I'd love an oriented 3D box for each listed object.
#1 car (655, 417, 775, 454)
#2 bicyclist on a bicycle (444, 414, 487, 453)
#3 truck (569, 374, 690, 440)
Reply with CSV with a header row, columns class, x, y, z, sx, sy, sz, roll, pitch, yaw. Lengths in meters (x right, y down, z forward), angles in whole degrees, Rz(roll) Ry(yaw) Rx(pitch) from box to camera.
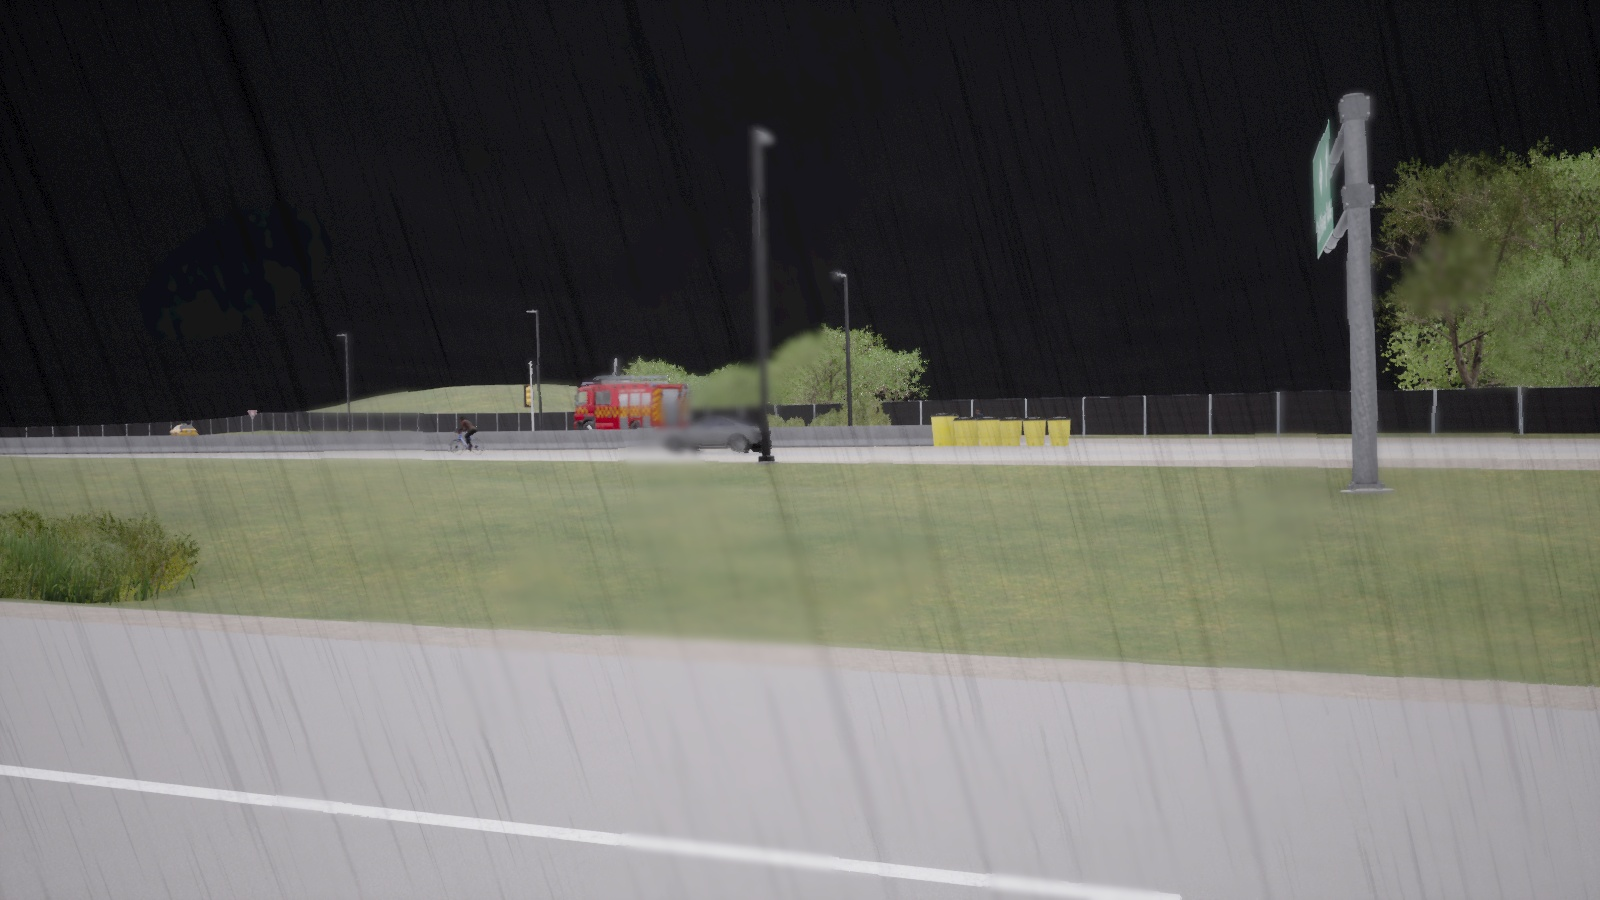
class,x,y,z,sx,sy,sz,roll,pitch,yaw
car,-3.295,-0.557,48.651,4.181,1.385,1.994,0,1,19
bicyclist on a bicycle,-13.954,-0.687,52.364,1.656,1.620,0.582,0,1,19
truck,-10.592,-2.606,77.139,2.891,3.827,8.468,-2,2,-44
